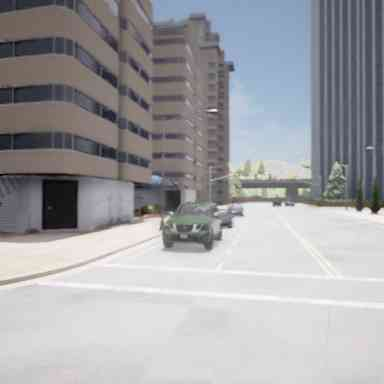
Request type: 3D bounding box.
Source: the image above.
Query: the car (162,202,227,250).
[{"bbox_3d":[0.234,1.551,16.601,2.150,2.045,5.566,0,-1,12],"label":"car"}]

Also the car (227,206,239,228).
[{"bbox_3d":[2.332,2.074,26.433,1.994,1.385,4.181,0,-1,12],"label":"car"}]

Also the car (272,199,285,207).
[{"bbox_3d":[23.293,2.950,90.722,2.150,2.045,5.566,0,-1,12],"label":"car"}]

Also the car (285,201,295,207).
[{"bbox_3d":[26.713,3.323,89.982,1.895,1.301,4.718,0,-1,12],"label":"car"}]

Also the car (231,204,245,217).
[{"bbox_3d":[5.537,2.276,41.345,2.128,1.511,4.902,0,-1,12],"label":"car"}]
